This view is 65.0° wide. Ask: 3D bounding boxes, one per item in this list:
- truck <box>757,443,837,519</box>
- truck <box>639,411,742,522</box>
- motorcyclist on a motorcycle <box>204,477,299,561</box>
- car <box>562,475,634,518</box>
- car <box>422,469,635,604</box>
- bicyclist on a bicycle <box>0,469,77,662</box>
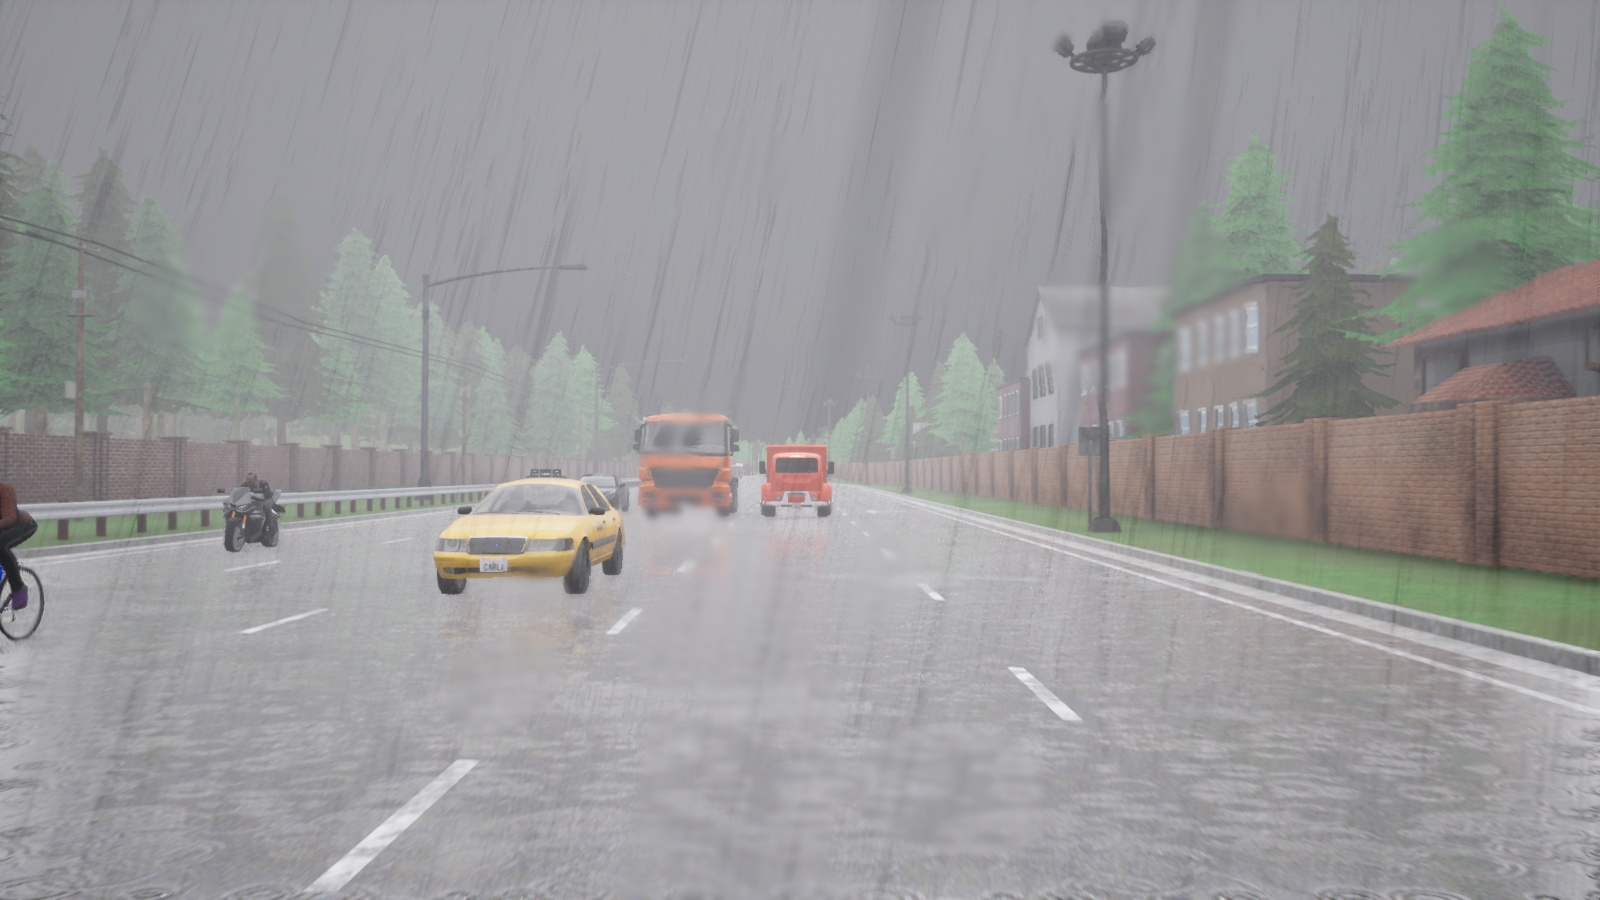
[{"bbox_3d":[-0.112,1.064,43.943,2.627,2.467,5.204,0,-1,0],"label":"truck"},{"bbox_3d":[-3.612,0.571,43.252,2.891,3.462,7.936,0,-1,0],"label":"truck"},{"bbox_3d":[-10.561,1.298,24.268,0.866,1.530,2.191,0,-1,0],"label":"motorcyclist on a motorcycle"},{"bbox_3d":[-7.111,1.615,44.553,1.812,1.442,4.674,0,-1,0],"label":"car"},{"bbox_3d":[-3.544,1.060,17.426,1.801,1.575,5.366,0,-1,0],"label":"car"},{"bbox_3d":[-7.028,0.978,10.870,0.582,1.620,1.656,0,-1,0],"label":"bicyclist on a bicycle"}]
